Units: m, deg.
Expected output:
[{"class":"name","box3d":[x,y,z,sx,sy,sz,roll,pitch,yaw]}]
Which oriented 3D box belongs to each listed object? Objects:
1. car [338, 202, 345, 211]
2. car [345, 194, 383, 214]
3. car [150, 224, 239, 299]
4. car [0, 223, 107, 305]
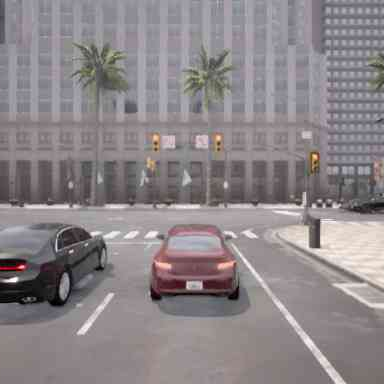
[{"class":"car","box3d":[19.303,1.469,38.079,4.902,1.511,2.128,0,0,0]},{"class":"car","box3d":[19.429,1.201,34.580,5.566,2.045,2.150,0,0,0]},{"class":"car","box3d":[0.069,1.521,8.296,1.812,1.442,4.674,0,0,1]},{"class":"car","box3d":[-3.440,1.500,8.041,1.837,1.490,4.892,0,0,0]}]
